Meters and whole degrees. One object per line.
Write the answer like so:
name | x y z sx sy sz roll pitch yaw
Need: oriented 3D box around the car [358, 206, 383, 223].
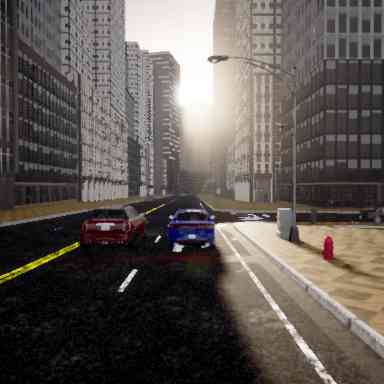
car | 15.921 1.819 27.113 4.403 1.369 2.008 1 0 -1

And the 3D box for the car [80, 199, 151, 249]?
car | -3.250 1.362 14.622 2.097 1.767 4.553 0 0 0

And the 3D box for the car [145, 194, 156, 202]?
car | -9.749 1.329 78.538 2.097 1.767 4.553 0 0 0

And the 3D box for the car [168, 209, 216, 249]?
car | 0.000 1.481 14.653 1.882 1.535 5.008 0 0 0
